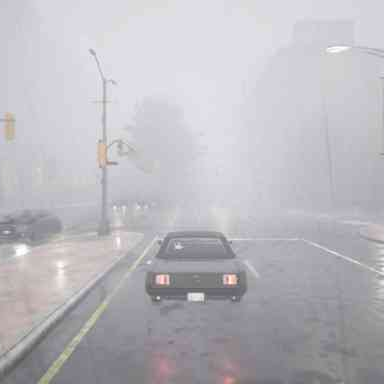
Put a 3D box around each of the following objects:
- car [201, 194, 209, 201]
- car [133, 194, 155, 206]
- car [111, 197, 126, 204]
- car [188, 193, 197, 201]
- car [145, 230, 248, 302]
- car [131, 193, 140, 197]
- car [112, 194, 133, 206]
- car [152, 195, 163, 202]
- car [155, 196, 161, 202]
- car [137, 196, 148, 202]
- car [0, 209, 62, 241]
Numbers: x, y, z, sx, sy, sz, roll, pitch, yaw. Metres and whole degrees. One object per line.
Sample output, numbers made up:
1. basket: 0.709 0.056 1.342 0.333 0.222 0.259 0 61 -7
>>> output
1. car: 3.534 1.518 86.892 2.128 1.511 4.902 0 0 0
2. car: -8.066 1.547 56.559 2.033 1.411 5.357 0 0 0
3. car: -14.723 1.594 66.869 1.895 1.301 4.718 0 0 0
4. car: 0.034 1.217 86.507 2.150 2.045 5.566 0 0 0
5. car: 0.078 1.601 8.209 1.895 1.301 4.718 0 0 0
6. car: -11.485 1.223 67.145 2.150 2.045 5.566 0 0 0
7. car: -11.566 1.525 55.161 1.812 1.442 4.674 0 0 0
8. car: -7.969 1.539 77.624 2.033 1.411 5.357 0 0 0
9. car: -7.995 1.563 66.822 1.994 1.385 4.181 0 0 1
10. car: -11.470 1.552 77.218 1.994 1.385 4.181 0 0 0
11. car: -8.094 1.563 16.508 1.994 1.385 4.181 0 0 0
